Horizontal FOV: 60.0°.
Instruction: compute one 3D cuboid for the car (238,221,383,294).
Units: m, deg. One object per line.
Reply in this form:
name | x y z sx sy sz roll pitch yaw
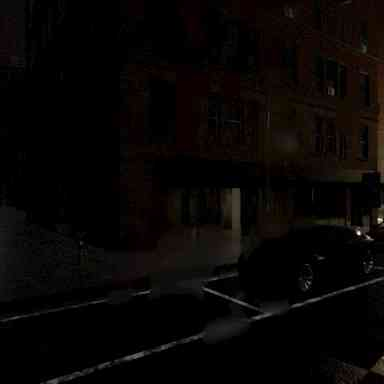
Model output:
car | 3.165 1.566 8.801 4.313 1.339 1.947 0 0 -36
